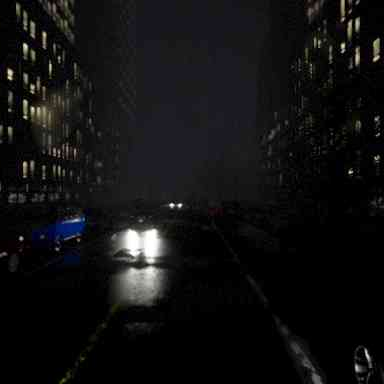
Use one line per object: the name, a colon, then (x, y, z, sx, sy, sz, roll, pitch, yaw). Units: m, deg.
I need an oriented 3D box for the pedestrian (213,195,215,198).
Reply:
pedestrian: (3.009, 1.260, 45.998, 0.375, 1.860, 0.375, 0, 0, -2)

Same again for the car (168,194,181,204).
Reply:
car: (-3.009, 1.550, 62.987, 1.895, 1.301, 4.718, 0, 0, 1)

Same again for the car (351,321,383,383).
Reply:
car: (2.694, 1.565, 2.055, 1.947, 1.339, 4.313, 0, 0, 0)

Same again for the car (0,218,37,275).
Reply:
car: (-5.685, 1.541, 7.761, 1.887, 1.381, 4.507, 0, 0, 0)

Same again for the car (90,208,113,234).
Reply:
car: (-5.683, 1.571, 19.146, 1.802, 1.307, 4.206, 0, 0, 0)

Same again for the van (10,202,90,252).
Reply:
van: (-5.683, 1.334, 13.454, 1.690, 1.788, 3.998, 0, 0, 0)

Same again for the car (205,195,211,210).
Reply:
car: (3.009, 1.495, 43.157, 1.812, 1.442, 4.674, 0, 0, 0)

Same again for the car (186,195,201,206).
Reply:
car: (0.012, 1.309, 55.424, 2.097, 1.767, 4.553, 0, 0, 0)

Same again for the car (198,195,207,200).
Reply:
car: (2.712, 1.472, 87.433, 2.008, 1.369, 4.403, 0, 0, 0)

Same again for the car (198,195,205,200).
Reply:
car: (2.713, 1.459, 93.125, 1.887, 1.381, 4.507, 0, 0, 0)

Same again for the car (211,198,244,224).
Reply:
car: (2.700, 1.425, 24.822, 1.967, 1.590, 4.097, 0, 0, 0)

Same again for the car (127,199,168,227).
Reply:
car: (-3.095, 1.478, 22.558, 2.128, 1.511, 4.902, 0, 0, 0)

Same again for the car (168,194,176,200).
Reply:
car: (-5.667, 1.354, 93.144, 1.967, 1.590, 4.097, 0, 0, 0)

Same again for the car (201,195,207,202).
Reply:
car: (2.709, 1.381, 70.357, 1.967, 1.590, 4.097, 0, 0, 0)

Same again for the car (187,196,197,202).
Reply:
car: (0.015, 1.460, 70.383, 1.895, 1.301, 4.718, 0, 0, 0)

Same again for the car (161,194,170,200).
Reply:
car: (-5.672, 1.466, 70.205, 1.752, 1.417, 4.829, 0, 0, 0)

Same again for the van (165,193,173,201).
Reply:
van: (-5.669, 1.268, 81.760, 1.690, 1.788, 3.998, 0, 0, 0)
